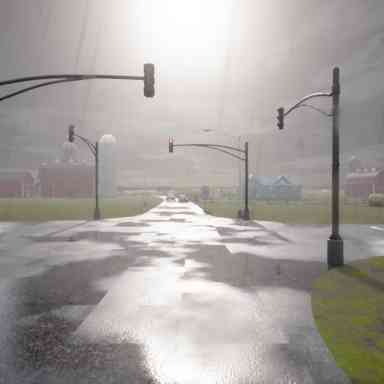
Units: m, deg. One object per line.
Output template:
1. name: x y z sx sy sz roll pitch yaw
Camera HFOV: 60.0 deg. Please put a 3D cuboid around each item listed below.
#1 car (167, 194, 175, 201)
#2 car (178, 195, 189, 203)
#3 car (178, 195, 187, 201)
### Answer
1. car: -4.709 1.182 73.840 1.812 1.442 4.674 0 0 -3
2. car: -1.722 1.623 69.841 1.895 1.301 4.718 0 0 -3
3. car: -2.333 1.463 79.825 1.837 1.490 4.892 0 0 -4
